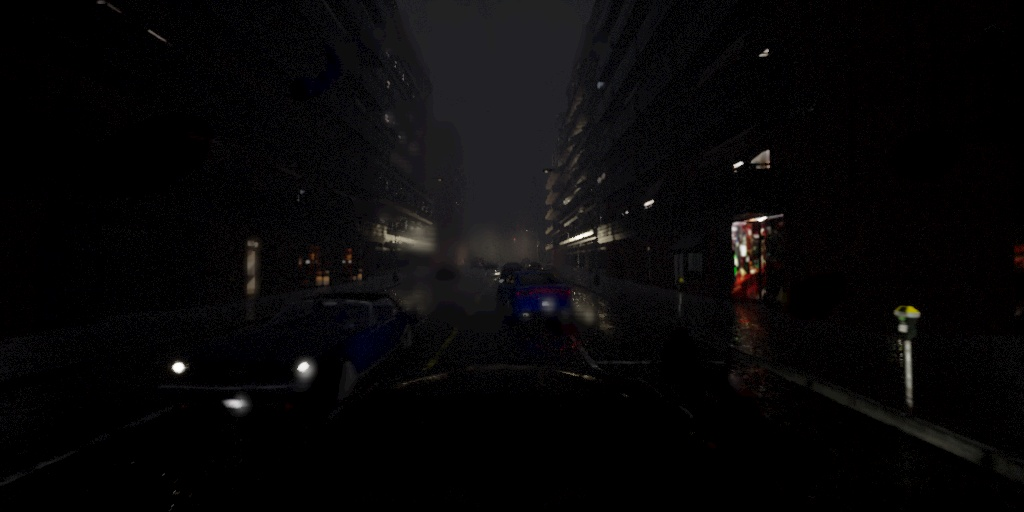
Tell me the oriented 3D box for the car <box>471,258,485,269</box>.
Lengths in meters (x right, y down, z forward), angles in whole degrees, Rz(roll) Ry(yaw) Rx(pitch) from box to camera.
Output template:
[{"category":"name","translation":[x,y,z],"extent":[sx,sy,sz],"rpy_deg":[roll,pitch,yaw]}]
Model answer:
[{"category":"car","translation":[-5.826,1.449,59.857],"extent":[2.007,1.370,4.403],"rpy_deg":[0,0,0]}]

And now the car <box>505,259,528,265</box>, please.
[{"category":"car","translation":[0.085,1.296,29.159],"extent":[1.882,1.535,5.008],"rpy_deg":[0,0,0]}]

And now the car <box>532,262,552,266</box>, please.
[{"category":"car","translation":[2.697,1.337,26.587],"extent":[1.751,1.417,4.829],"rpy_deg":[0,0,0]}]

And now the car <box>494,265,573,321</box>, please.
[{"category":"car","translation":[0.649,1.255,12.772],"extent":[1.882,1.535,5.008],"rpy_deg":[0,0,-9]}]

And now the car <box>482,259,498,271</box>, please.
[{"category":"car","translation":[-3.006,1.484,53.458],"extent":[1.895,1.301,4.718],"rpy_deg":[0,0,0]}]

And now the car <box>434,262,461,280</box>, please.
[{"category":"car","translation":[-5.712,1.265,32.016],"extent":[1.967,1.591,4.097],"rpy_deg":[0,0,0]}]

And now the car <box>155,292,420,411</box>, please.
[{"category":"car","translation":[-3.101,1.362,6.244],"extent":[1.895,1.301,4.718],"rpy_deg":[0,0,0]}]

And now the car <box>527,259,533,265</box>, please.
[{"category":"car","translation":[2.758,1.422,43.763],"extent":[1.948,1.339,4.313],"rpy_deg":[0,0,0]}]
